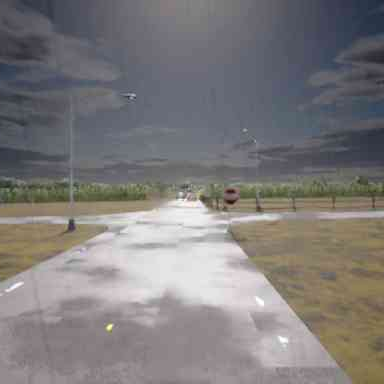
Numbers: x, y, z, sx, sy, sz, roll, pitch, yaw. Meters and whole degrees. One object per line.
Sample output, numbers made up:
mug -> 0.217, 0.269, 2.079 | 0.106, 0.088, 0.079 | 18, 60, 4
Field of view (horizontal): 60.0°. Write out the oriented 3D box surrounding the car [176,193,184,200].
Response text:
car -> -2.746, 1.005, 78.410 | 2.128, 1.511, 4.902 | 0, 0, 0

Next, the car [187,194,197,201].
car -> 0.004, 1.202, 74.210 | 2.097, 1.767, 4.553 | 0, 0, 0

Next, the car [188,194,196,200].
car -> 0.004, 1.218, 84.246 | 1.837, 1.490, 4.892 | 0, 0, 0
